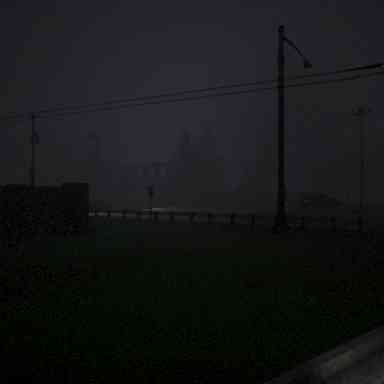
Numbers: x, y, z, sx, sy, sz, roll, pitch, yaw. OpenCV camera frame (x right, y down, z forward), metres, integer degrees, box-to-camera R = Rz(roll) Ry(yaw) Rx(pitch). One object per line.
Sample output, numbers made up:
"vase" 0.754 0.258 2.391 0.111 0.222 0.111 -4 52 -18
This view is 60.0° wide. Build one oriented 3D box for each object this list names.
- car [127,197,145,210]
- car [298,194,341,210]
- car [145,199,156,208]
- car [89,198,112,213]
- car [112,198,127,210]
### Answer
"car" -9.154 1.527 44.076 4.902 1.511 2.128 0 0 29
"car" 16.993 1.298 44.364 5.566 2.045 2.150 0 1 -14
"car" -7.521 1.546 47.591 4.892 1.490 1.837 0 0 25
"car" -11.693 1.624 37.472 4.718 1.301 1.895 0 0 29
"car" -11.005 1.520 41.100 4.902 1.511 2.128 0 0 29
